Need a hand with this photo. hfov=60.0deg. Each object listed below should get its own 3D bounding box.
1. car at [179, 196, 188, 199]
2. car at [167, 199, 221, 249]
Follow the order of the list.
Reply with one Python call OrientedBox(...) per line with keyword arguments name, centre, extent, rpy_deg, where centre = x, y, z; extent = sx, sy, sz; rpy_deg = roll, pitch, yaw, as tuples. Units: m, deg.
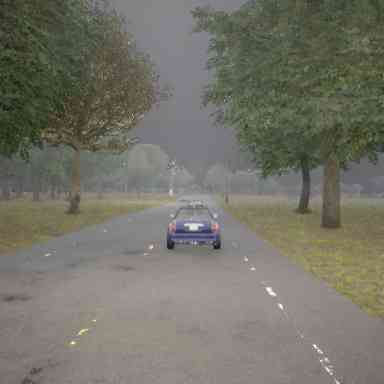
OrientedBox(name="car", centre=(-1.700, 1.582, 70.113), extent=(1.837, 1.490, 4.892), rpy_deg=(0, 0, 2))
OrientedBox(name="car", centre=(0.089, 1.373, 14.590), extent=(2.097, 1.767, 4.553), rpy_deg=(0, 0, 1))
